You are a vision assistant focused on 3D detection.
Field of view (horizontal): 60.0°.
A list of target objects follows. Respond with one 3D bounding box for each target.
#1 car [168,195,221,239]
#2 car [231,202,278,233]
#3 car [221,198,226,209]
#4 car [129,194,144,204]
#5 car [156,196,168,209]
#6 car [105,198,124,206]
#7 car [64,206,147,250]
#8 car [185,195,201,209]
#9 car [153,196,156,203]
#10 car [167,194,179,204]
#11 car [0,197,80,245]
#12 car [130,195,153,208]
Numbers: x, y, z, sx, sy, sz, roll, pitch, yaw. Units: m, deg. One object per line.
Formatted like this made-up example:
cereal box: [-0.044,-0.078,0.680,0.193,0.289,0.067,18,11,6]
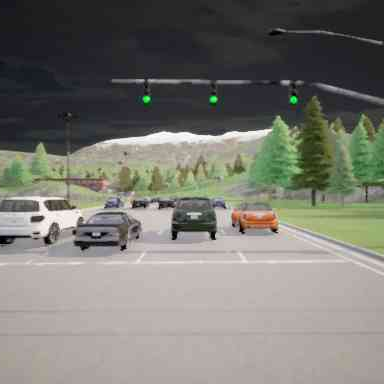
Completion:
car: [0.093,1.225,17.617,2.150,2.045,5.566,0,0,0]
car: [3.593,1.356,19.852,2.097,1.767,4.553,0,0,0]
car: [3.582,1.535,46.184,1.812,1.442,4.674,0,0,0]
car: [-10.525,1.364,63.510,2.097,1.767,4.553,0,0,0]
car: [-3.418,1.486,45.129,1.882,1.535,5.008,0,0,0]
car: [-10.421,1.534,44.789,1.812,1.442,4.674,0,0,0]
car: [-3.406,1.550,14.356,2.033,1.411,5.357,0,0,0]
car: [0.082,1.362,46.489,2.097,1.767,4.553,0,0,0]
car: [-7.025,1.538,63.623,1.812,1.442,4.674,0,0,0]
car: [-3.525,1.364,63.465,2.097,1.767,4.553,0,0,0]
car: [-6.907,1.224,15.616,2.150,2.045,5.566,0,0,0]
car: [-6.918,1.486,45.172,1.882,1.535,5.008,0,0,0]
